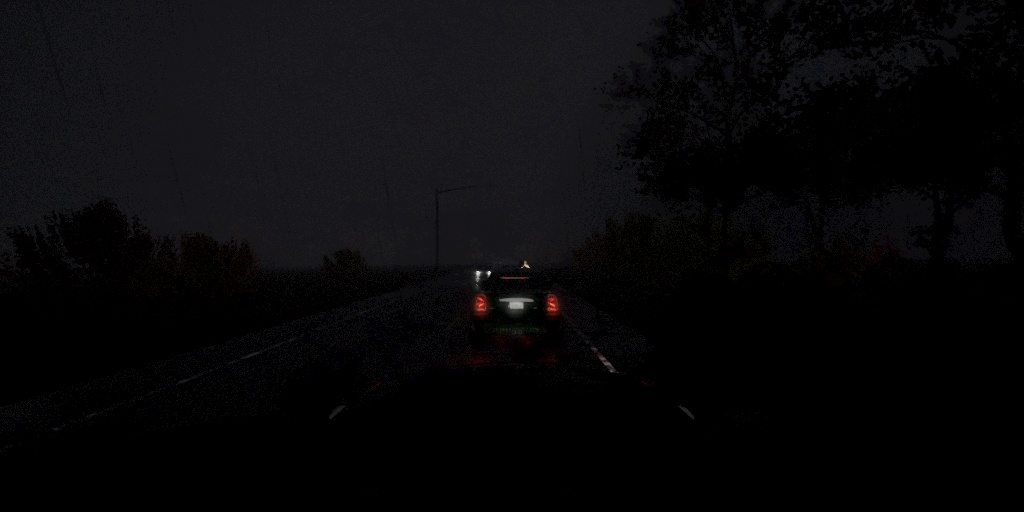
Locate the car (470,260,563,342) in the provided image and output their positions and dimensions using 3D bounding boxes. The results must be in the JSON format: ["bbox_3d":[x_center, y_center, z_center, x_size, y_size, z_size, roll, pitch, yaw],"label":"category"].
[{"bbox_3d":[0.107,1.098,9.913,2.097,1.767,4.553,0,0,0],"label":"car"}]

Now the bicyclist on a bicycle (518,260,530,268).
[{"bbox_3d":[0.956,1.175,25.736,0.866,1.612,1.509,0,0,1],"label":"bicyclist on a bicycle"}]

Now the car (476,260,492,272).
[{"bbox_3d":[-3.705,1.257,47.999,1.812,1.442,4.674,0,0,-1],"label":"car"}]
